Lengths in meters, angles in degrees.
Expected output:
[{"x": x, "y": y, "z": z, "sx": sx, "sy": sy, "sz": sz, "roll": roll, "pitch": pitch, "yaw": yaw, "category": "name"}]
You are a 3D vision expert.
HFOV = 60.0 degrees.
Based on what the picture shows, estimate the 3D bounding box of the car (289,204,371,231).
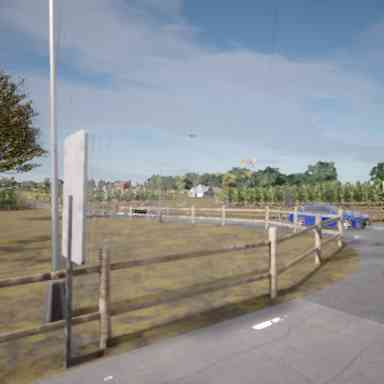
[{"x": 8.470, "y": 1.525, "z": 20.826, "sx": 1.882, "sy": 1.535, "sz": 5.008, "roll": 2, "pitch": -3, "yaw": -36, "category": "car"}]

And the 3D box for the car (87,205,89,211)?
[{"x": -20.371, "y": 2.793, "z": 60.906, "sx": 1.882, "sy": 1.535, "sz": 5.008, "roll": 2, "pitch": -2, "yaw": -36, "category": "car"}]

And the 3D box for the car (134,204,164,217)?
[{"x": -5.215, "y": 2.242, "z": 39.838, "sx": 2.128, "sy": 1.511, "sz": 4.902, "roll": 2, "pitch": -3, "yaw": -36, "category": "car"}]
